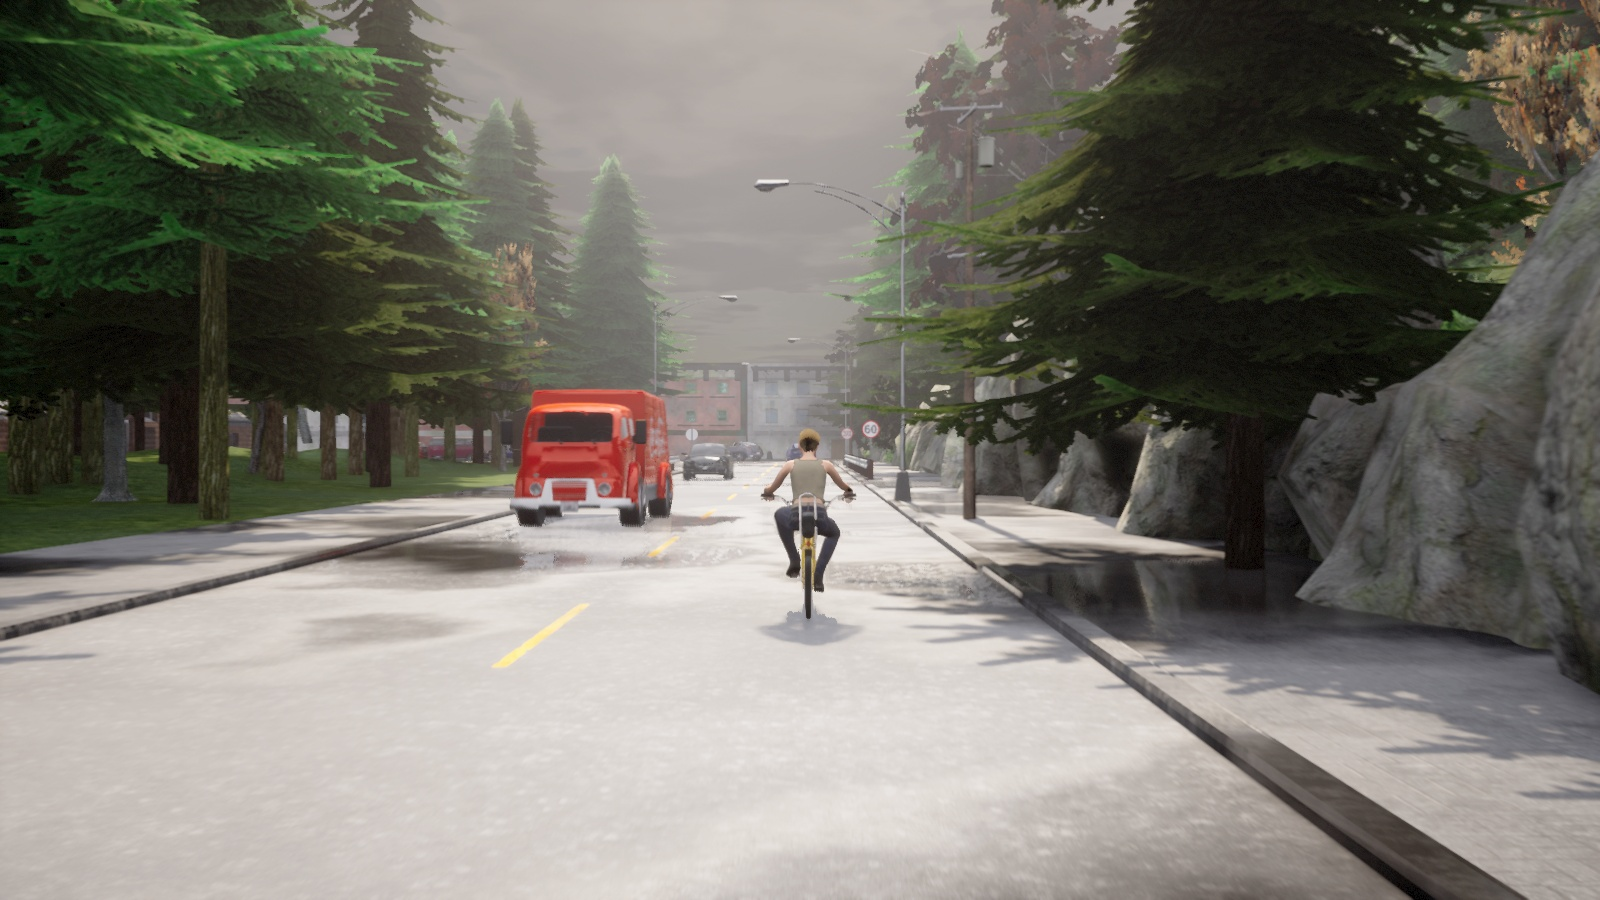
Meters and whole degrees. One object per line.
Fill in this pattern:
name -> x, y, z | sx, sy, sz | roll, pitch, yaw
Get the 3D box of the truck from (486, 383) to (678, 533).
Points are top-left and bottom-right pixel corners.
truck -> -3.851, 0.127, 23.310 | 2.627, 2.467, 5.204 | 0, 0, 0

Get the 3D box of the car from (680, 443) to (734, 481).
car -> -3.716, 0.457, 51.013 | 1.837, 1.490, 4.892 | 0, 0, 0

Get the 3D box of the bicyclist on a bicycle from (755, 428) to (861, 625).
bicyclist on a bicycle -> 0.074, 0.620, 11.000 | 0.866, 1.612, 1.509 | 0, 0, 1

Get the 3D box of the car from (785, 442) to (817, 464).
car -> 0.049, 0.200, 91.894 | 1.882, 1.535, 5.008 | 0, 0, -6
